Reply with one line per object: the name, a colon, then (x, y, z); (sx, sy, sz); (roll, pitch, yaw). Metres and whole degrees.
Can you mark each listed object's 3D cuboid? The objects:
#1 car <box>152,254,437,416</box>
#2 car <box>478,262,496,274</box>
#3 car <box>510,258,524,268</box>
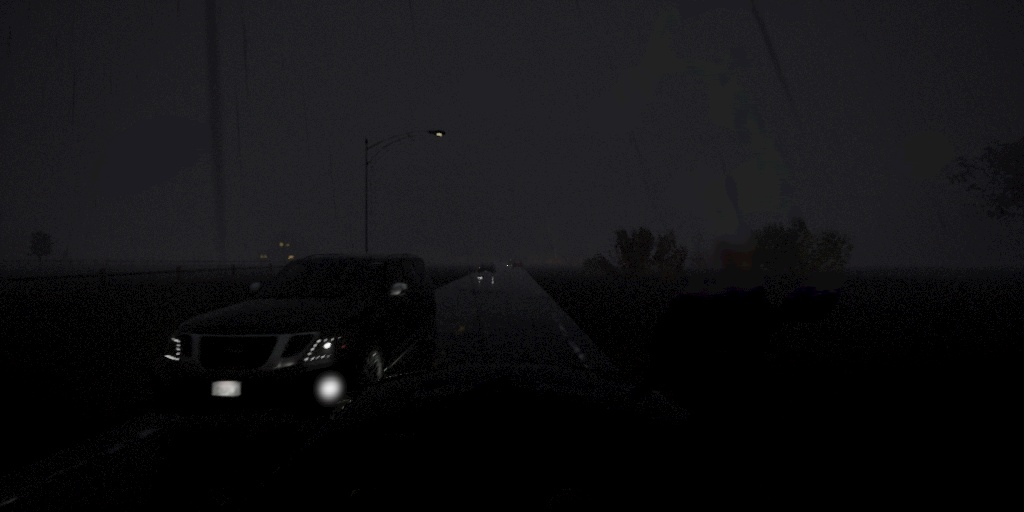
car: (-2.835, 0.969, 6.335); (2.150, 2.045, 5.566); (0, 0, 0)
car: (-2.823, 1.373, 41.176); (1.895, 1.301, 4.718); (0, 0, 0)
car: (0.986, 1.329, 62.416); (1.882, 1.535, 5.008); (0, 0, 0)
